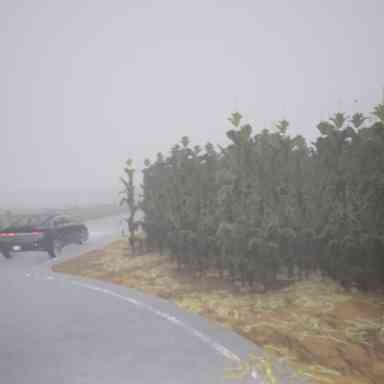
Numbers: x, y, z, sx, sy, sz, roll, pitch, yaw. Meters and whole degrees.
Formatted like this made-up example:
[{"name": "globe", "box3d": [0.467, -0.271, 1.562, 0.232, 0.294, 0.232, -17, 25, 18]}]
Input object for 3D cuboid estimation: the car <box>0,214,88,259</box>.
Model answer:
[{"name": "car", "box3d": [-5.759, 1.632, 13.431, 2.128, 1.511, 4.902, -2, 0, 1]}]
